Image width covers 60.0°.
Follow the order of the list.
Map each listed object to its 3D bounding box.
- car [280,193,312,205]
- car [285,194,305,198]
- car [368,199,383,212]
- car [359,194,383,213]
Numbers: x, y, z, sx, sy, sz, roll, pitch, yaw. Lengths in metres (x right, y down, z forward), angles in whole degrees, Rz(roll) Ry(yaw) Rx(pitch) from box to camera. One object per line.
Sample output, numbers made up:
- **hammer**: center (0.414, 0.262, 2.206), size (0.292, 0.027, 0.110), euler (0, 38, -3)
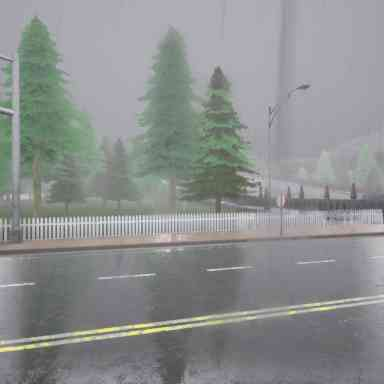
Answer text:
- **car**: center (16.518, 1.004, 53.000), size (2.033, 1.411, 5.357), euler (0, 4, -19)
- **car**: center (14.846, 1.262, 47.193), size (1.812, 1.442, 4.674), euler (0, 2, -19)
- **car**: center (22.151, 1.555, 37.048), size (1.994, 1.385, 4.181), euler (0, 0, -20)
- **car**: center (19.664, 1.217, 33.585), size (2.150, 2.045, 5.566), euler (0, 0, -20)
